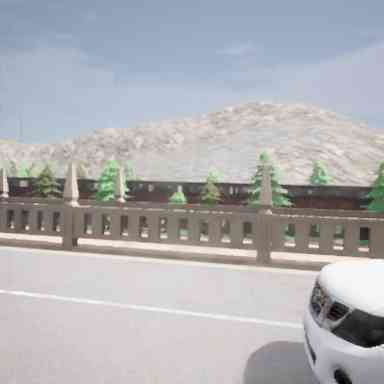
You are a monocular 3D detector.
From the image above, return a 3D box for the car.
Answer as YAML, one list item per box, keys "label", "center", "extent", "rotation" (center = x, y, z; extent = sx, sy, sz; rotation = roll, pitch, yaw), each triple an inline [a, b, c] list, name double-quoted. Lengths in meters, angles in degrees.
- label: "car"
  center: [4.033, 1.275, 3.224]
  extent: [5.566, 2.045, 2.150]
  rotation: [2, 1, 13]
